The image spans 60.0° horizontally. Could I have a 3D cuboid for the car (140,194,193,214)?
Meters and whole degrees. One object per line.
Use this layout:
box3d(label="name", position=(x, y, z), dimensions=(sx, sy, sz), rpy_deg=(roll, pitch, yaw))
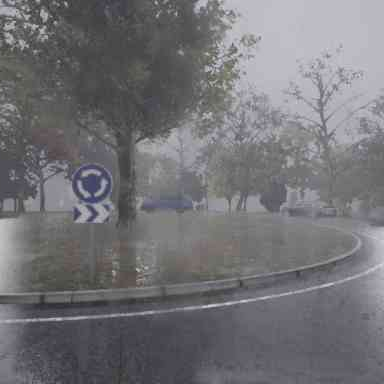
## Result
box3d(label="car", position=(-2.669, 1.243, 35.350), dimensions=(5.566, 2.045, 2.150), rpy_deg=(0, 0, 6))

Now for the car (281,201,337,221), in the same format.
box3d(label="car", position=(9.504, 1.490, 27.474), dimensions=(2.128, 1.511, 4.902), rpy_deg=(0, 0, -28))
